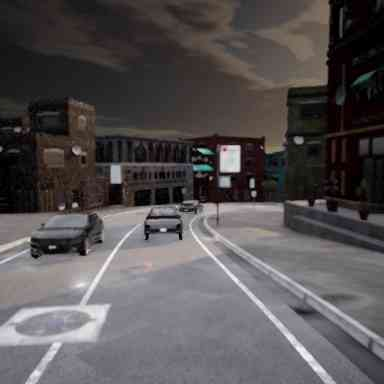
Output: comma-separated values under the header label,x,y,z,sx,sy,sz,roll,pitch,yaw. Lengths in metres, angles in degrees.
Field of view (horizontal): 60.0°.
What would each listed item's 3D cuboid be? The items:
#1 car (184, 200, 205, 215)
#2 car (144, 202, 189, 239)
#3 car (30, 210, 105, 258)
label,x,y,z,sx,sy,sz,roll,pitch,yaw
car,0.069,1.584,35.739,1.837,1.490,4.892,0,0,14
car,-1.438,1.505,17.432,2.128,1.511,4.902,-1,0,-3
car,-4.764,1.531,13.322,1.882,1.535,5.008,-1,0,-5
